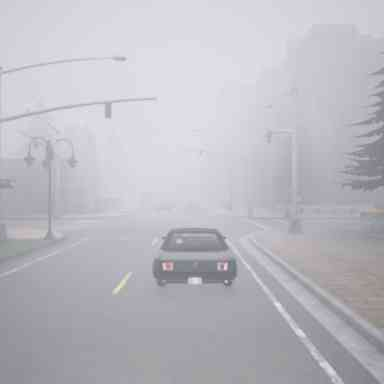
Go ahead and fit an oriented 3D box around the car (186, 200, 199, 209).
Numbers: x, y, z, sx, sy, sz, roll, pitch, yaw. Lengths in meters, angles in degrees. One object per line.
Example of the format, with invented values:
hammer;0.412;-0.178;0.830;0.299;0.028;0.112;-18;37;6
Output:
car;0.054;1.914;52.115;1.994;1.385;4.181;0;0;0

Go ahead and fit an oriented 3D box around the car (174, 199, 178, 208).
car;-3.632;1.945;51.251;1.895;1.301;4.718;0;0;0

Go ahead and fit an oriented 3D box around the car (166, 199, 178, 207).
car;-3.622;1.976;61.330;1.994;1.385;4.181;0;0;0

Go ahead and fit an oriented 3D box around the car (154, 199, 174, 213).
car;-3.629;1.810;42.230;1.812;1.442;4.674;0;0;1

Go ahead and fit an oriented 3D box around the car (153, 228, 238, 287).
car;0.063;1.666;9.495;1.895;1.301;4.718;0;0;0

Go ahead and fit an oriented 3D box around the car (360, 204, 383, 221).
car;16.846;1.682;28.073;5.008;1.535;1.882;0;0;-2
